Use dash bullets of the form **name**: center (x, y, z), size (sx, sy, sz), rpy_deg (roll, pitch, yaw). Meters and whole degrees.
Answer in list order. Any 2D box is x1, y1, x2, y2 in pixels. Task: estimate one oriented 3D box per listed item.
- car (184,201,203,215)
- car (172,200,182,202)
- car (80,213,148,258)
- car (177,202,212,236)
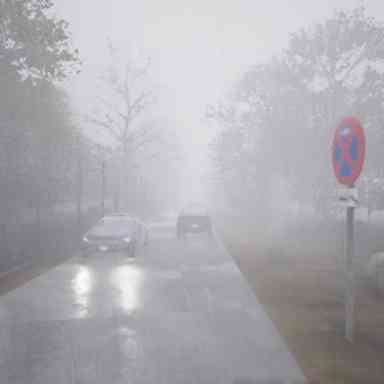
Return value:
- **car**: center (0.223, 1.797, 37.812), size (2.033, 1.411, 5.357), rpy_deg (0, 0, 1)
- **car**: center (-2.523, 1.548, 53.745), size (1.994, 1.385, 4.181), rpy_deg (0, 0, 0)
- **car**: center (-2.843, 1.574, 13.064), size (1.812, 1.442, 4.674), rpy_deg (0, 0, 0)
- **car**: center (0.136, 1.572, 19.200), size (1.882, 1.535, 5.008), rpy_deg (0, 0, 0)
